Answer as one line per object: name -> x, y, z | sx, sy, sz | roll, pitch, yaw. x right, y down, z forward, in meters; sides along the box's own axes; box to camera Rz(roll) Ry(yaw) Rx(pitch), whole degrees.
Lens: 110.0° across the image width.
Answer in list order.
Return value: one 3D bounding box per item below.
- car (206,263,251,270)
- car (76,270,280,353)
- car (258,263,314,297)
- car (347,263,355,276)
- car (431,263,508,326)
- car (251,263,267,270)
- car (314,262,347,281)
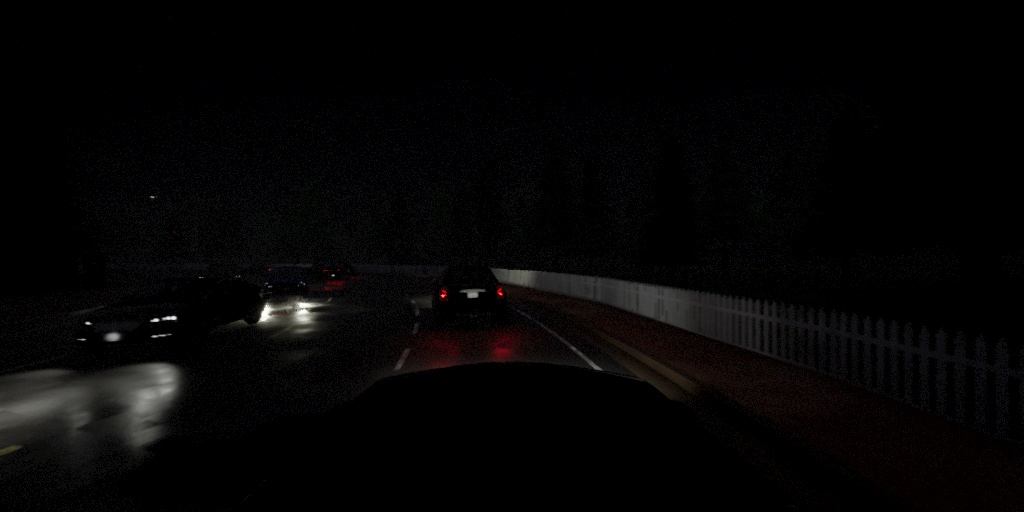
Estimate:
car -> -16.543, 1.216, 20.563 | 2.097, 1.767, 4.553 | -1, 0, -34
car -> -8.259, 1.299, 9.297 | 2.128, 1.511, 4.902 | -1, 0, -13
car -> -11.796, 1.297, 19.019 | 1.882, 1.535, 5.008 | -1, 0, -27
car -> -18.180, 1.317, 37.038 | 5.008, 1.535, 1.882 | 0, 0, 38
car -> -1.565, 1.095, 11.951 | 2.097, 1.767, 4.553 | -1, 0, -13
car -> -26.730, 1.459, 38.352 | 5.357, 1.411, 2.033 | 0, 0, 26
car -> -16.571, 1.343, 31.276 | 4.892, 1.490, 1.837 | 0, 0, 42
